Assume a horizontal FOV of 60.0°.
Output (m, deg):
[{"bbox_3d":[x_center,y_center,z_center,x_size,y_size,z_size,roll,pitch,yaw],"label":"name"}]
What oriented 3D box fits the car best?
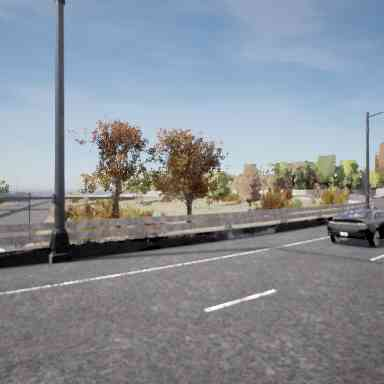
[{"bbox_3d":[7.922,1.493,15.180,4.902,1.511,2.128,0,0,-44],"label":"car"}]
